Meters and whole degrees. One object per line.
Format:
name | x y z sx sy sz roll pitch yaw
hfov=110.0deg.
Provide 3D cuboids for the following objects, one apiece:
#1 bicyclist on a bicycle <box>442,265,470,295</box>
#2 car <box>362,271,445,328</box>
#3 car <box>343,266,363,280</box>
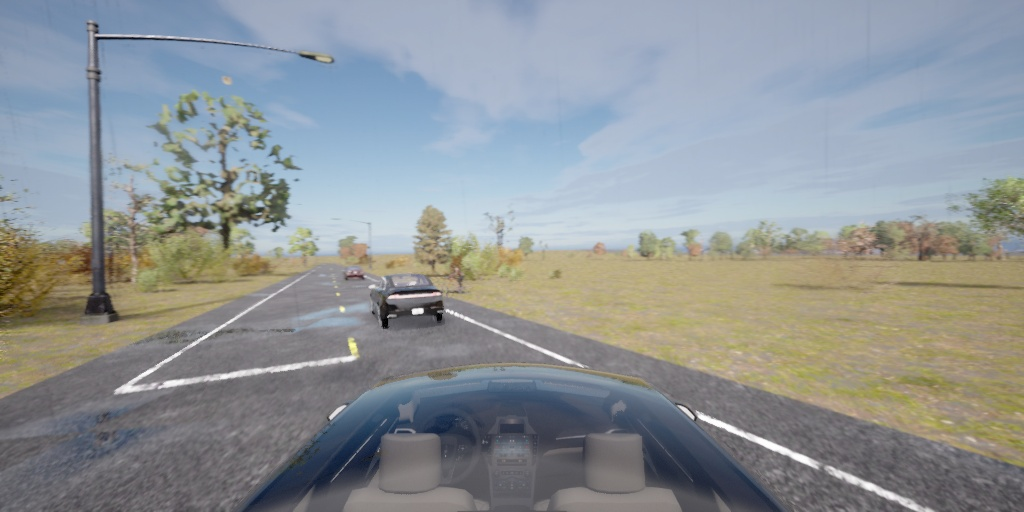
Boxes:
bicyclist on a bicycle | -3.087 1.317 19.782 1.656 1.620 0.582 0 -1 -27
car | -3.652 1.341 12.073 2.128 1.511 4.902 -1 0 -26
car | -16.934 1.765 38.320 2.033 1.411 5.357 -1 0 -27
